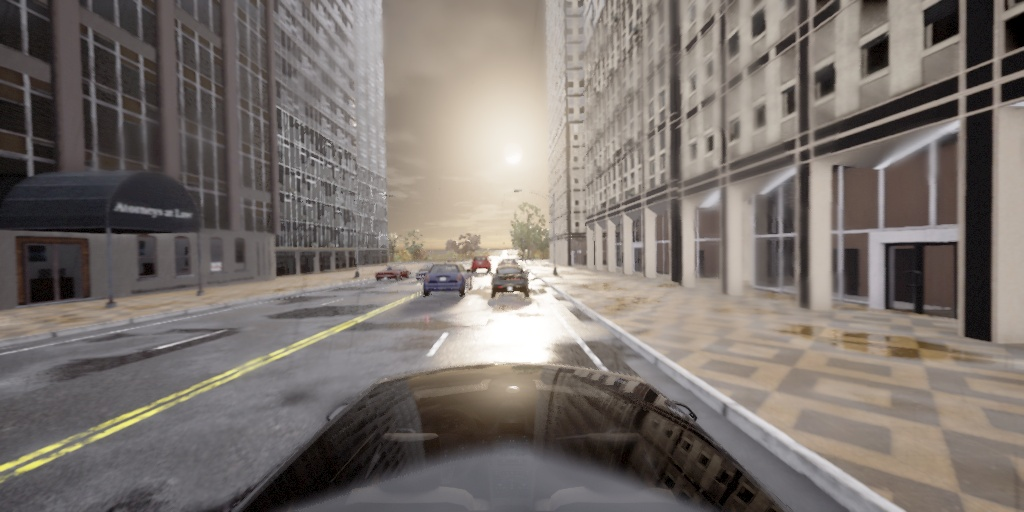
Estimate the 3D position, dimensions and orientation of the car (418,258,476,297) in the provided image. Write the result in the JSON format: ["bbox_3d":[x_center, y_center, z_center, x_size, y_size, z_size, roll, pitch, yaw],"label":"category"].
[{"bbox_3d":[-3.380,1.130,19.533,2.097,1.767,4.553,-1,0,-1],"label":"car"}]

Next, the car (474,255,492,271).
[{"bbox_3d":[-3.697,0.950,43.996,2.150,2.045,5.566,-1,0,-1],"label":"car"}]

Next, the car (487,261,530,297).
[{"bbox_3d":[-0.122,1.225,18.668,1.837,1.490,4.892,-1,0,-1],"label":"car"}]

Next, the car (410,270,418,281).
[{"bbox_3d":[-6.973,1.367,31.379,2.033,1.411,5.357,-1,0,-1],"label":"car"}]

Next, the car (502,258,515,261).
[{"bbox_3d":[-0.349,1.034,36.299,2.097,1.767,4.553,-1,0,-1],"label":"car"}]

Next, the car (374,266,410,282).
[{"bbox_3d":[-10.217,1.481,31.066,1.895,1.301,4.718,-1,0,-1],"label":"car"}]
